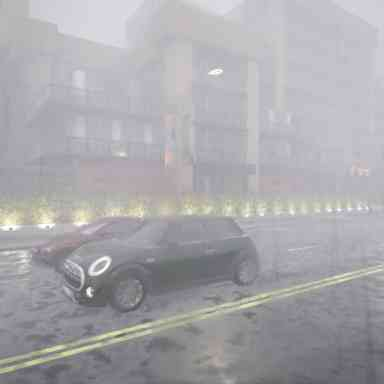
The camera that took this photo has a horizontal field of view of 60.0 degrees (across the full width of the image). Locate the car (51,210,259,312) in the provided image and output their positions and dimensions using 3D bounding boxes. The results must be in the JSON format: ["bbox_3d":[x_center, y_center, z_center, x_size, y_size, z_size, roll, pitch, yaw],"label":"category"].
[{"bbox_3d":[-0.594,1.351,7.811,4.553,1.767,2.097,0,0,-35],"label":"car"}]

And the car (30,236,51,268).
[{"bbox_3d":[-2.610,1.526,10.666,4.674,1.442,1.812,0,0,-35],"label":"car"}]
